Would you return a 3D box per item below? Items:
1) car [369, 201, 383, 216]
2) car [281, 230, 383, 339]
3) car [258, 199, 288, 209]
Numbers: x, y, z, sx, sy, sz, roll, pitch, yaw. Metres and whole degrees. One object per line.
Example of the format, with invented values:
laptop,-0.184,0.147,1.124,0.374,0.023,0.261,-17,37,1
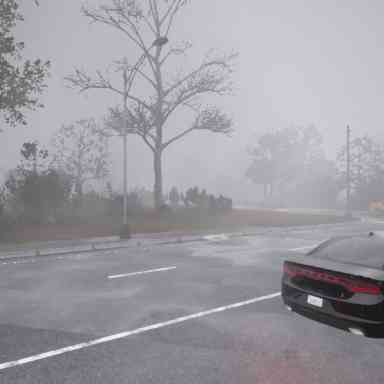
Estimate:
car,19.031,1.478,30.521,1.882,1.535,5.008,0,0,-35
car,3.873,1.478,6.391,5.008,1.535,1.882,0,0,-35
car,10.863,1.591,44.760,1.994,1.385,4.181,0,0,-27
